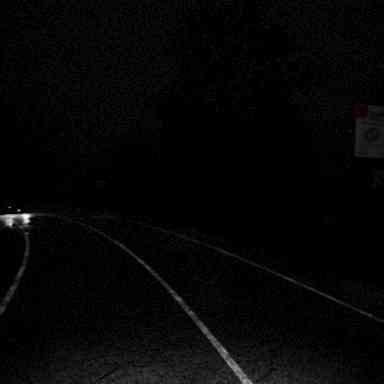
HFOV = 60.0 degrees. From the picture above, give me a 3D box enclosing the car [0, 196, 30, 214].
[{"bbox_3d":[-15.548,1.048,28.283,2.033,1.411,5.357,-1,2,-44],"label":"car"}]
